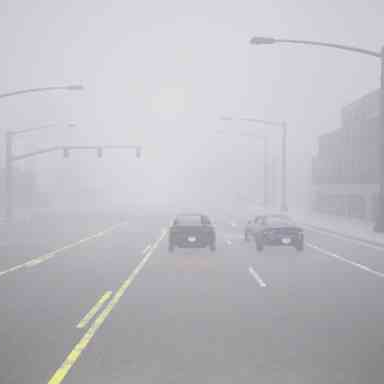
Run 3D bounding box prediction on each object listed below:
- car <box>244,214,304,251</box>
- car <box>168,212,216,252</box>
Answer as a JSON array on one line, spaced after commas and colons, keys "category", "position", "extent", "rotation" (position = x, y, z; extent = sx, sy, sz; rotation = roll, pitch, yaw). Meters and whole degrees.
[{"category": "car", "position": [3.500, 1.673, 14.662], "extent": [1.812, 1.442, 4.674], "rotation": [0, -1, 0]}, {"category": "car", "position": [0.000, 1.625, 14.663], "extent": [1.882, 1.535, 5.008], "rotation": [0, -1, 0]}]
